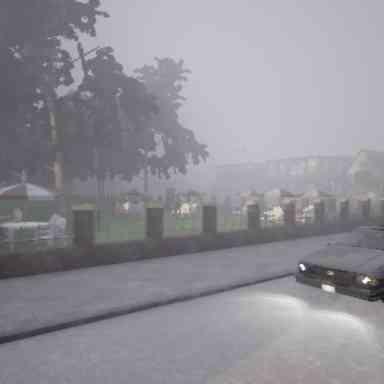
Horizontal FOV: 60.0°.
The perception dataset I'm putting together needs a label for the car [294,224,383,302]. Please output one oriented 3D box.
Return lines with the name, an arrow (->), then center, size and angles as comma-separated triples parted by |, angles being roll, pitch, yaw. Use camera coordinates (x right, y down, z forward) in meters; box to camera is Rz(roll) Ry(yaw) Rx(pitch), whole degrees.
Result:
car -> 4.886, 1.549, 8.271 | 5.357, 1.411, 2.033 | 0, 0, -36
